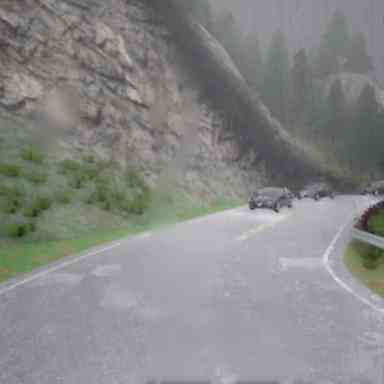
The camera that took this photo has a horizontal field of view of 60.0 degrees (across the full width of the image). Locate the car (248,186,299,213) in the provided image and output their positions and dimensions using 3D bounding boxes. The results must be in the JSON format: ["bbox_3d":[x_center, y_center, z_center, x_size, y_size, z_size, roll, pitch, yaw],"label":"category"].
[{"bbox_3d":[5.316,0.386,22.034,1.837,1.490,4.892,4,5,31],"label":"car"}]

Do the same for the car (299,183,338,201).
[{"bbox_3d":[11.149,-0.068,29.620,4.902,1.511,2.128,-3,5,-41],"label":"car"}]

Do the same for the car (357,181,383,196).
[{"bbox_3d":[19.831,-0.359,35.398,4.892,1.490,1.837,-2,3,-25],"label":"car"}]
